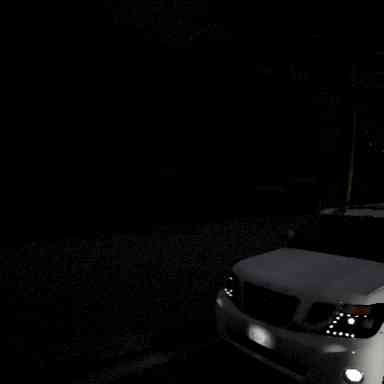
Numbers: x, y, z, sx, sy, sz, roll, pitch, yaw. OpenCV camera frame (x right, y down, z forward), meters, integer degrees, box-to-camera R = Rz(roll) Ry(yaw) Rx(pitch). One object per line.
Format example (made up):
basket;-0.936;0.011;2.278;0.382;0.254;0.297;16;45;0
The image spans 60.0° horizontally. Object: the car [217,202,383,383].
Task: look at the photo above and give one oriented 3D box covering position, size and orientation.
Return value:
car;2.979;1.212;5.199;5.566;2.045;2.150;0;0;-36
